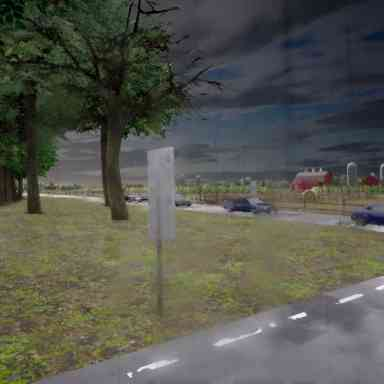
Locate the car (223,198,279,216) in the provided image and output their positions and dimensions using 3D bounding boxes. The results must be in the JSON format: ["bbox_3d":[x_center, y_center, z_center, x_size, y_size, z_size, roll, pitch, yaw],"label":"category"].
[{"bbox_3d":[4.999,1.216,29.240,2.033,1.411,5.357,-1,2,-36],"label":"car"}]

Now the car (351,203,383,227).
[{"bbox_3d":[11.504,1.407,19.223,1.812,1.442,4.674,-1,1,-24],"label":"car"}]

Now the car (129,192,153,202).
[{"bbox_3d":[-8.086,0.811,52.349,1.994,1.385,4.181,-1,1,-35],"label":"car"}]

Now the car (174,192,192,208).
[{"bbox_3d":[-1.978,0.838,38.917,2.097,1.767,4.553,-1,2,-36],"label":"car"}]

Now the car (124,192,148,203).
[{"bbox_3d":[-8.977,0.814,48.690,2.128,1.511,4.902,-1,1,-35],"label":"car"}]
